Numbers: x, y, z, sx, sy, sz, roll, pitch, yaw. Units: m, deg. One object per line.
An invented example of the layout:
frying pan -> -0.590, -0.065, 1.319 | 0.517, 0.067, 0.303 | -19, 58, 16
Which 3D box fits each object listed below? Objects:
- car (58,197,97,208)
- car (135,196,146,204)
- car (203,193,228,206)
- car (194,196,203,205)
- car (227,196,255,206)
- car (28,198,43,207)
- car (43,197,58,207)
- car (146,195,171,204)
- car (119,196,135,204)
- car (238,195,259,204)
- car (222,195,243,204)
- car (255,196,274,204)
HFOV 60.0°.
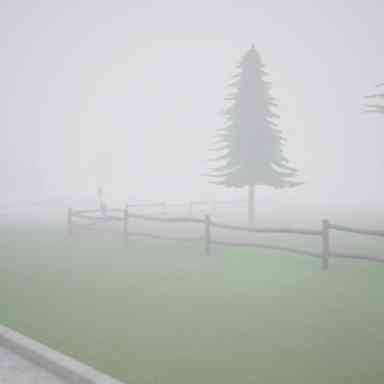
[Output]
car -> -15.758, 1.480, 46.949 | 2.128, 1.511, 4.902 | 0, 0, 35
car -> -8.112, 1.340, 63.910 | 2.097, 1.767, 4.553 | 0, 0, 36
car -> 4.789, 1.216, 56.017 | 2.150, 2.045, 5.566 | 0, 0, 38
car -> 2.273, 1.483, 58.516 | 2.128, 1.511, 4.902 | 0, 0, 36
car -> 8.074, 1.558, 54.591 | 1.994, 1.385, 4.181 | 0, 0, 36
car -> -21.874, 1.533, 50.396 | 2.033, 1.411, 5.357 | 0, 0, 35
car -> -18.861, 1.551, 48.607 | 1.994, 1.385, 4.181 | 0, 0, 35
car -> -5.754, 1.515, 61.210 | 1.812, 1.442, 4.674 | 0, 0, 36
car -> -11.915, 1.490, 64.586 | 1.837, 1.490, 4.892 | 0, 0, 35
car -> 11.046, 1.471, 64.766 | 1.882, 1.535, 5.008 | 0, 0, 36
car -> 8.225, 1.470, 66.838 | 1.882, 1.535, 5.008 | 0, 0, 36
car -> 13.867, 1.542, 62.694 | 2.033, 1.411, 5.357 | 0, 0, 36
